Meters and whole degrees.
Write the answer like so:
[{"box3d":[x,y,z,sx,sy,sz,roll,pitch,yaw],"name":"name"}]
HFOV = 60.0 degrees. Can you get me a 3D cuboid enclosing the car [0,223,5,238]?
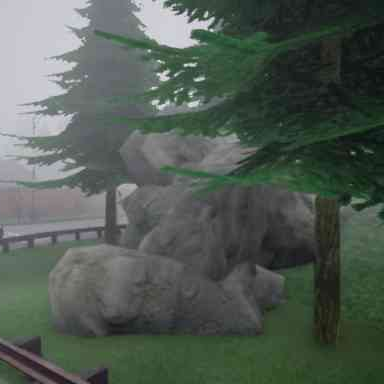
[{"box3d":[-9.592,1.407,12.427,1.812,1.442,4.674,1,0,36],"name":"car"}]
